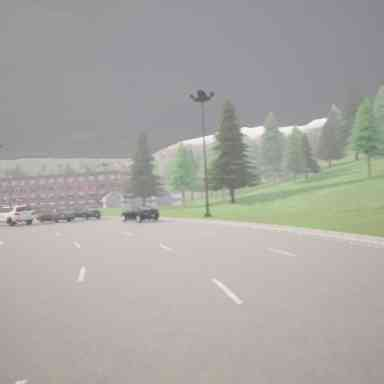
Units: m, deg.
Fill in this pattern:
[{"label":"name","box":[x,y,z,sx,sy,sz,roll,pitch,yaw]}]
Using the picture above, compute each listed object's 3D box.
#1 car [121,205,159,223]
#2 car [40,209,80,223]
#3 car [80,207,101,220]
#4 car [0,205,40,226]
[{"label":"car","box":[-5.076,2.060,31.990,1.882,1.535,5.008,-2,-1,-38]},{"label":"car","box":[-15.373,2.684,37.398,5.357,1.411,2.033,-3,-1,37]},{"label":"car","box":[-12.658,2.553,39.561,4.674,1.442,1.812,-3,-1,40]},{"label":"car","box":[-19.054,2.513,35.404,5.566,2.045,2.150,-3,-1,36]}]
